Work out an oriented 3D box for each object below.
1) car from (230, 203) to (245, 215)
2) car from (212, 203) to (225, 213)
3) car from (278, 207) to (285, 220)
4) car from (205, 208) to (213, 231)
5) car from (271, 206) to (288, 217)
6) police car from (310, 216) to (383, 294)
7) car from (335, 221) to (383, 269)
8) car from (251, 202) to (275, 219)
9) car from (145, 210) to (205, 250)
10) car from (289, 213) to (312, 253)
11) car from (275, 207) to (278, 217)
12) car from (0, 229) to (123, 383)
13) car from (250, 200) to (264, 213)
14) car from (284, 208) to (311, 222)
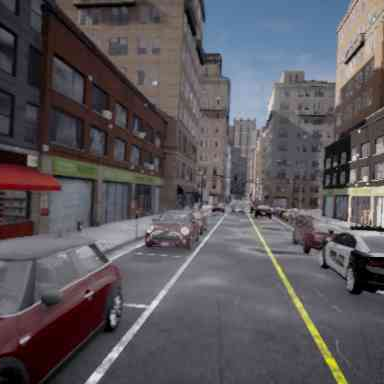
[{"bbox_3d":[6.277,2.308,45.877,2.128,1.511,4.902,3,-1,8],"label":"car"},{"bbox_3d":[3.907,2.264,48.234,1.887,1.381,4.507,2,-1,8],"label":"car"},{"bbox_3d":[10.823,2.472,36.146,1.752,1.417,4.829,2,-1,8],"label":"car"},{"bbox_3d":[0.015,1.810,20.581,1.802,1.307,4.206,2,-1,8],"label":"car"},{"bbox_3d":[12.356,2.720,47.038,1.802,1.307,4.206,2,-1,8],"label":"car"},{"bbox_3d":[5.132,1.796,9.756,1.930,1.638,5.238,3,-1,8],"label":"police car"},{"bbox_3d":[7.681,2.097,13.856,2.008,1.369,4.403,2,-1,8],"label":"car"},{"bbox_3d":[8.559,2.352,40.275,1.882,1.535,5.008,3,-1,8],"label":"car"},{"bbox_3d":[-0.758,1.568,15.052,1.967,1.590,4.097,2,-1,8],"label":"car"},{"bbox_3d":[5.948,2.003,15.587,1.812,1.442,4.674,3,-1,8],"label":"car"},{"bbox_3d":[11.577,2.607,41.508,1.947,1.339,4.313,2,-1,8],"label":"car"},{"bbox_3d":[-2.313,1.366,3.992,1.967,1.590,4.097,2,-1,8],"label":"car"},{"bbox_3d":[9.941,2.270,50.314,2.150,2.045,5.566,3,-1,8],"label":"car"},{"bbox_3d":[10.019,2.396,30.447,2.008,1.369,4.403,2,-1,8],"label":"car"}]
